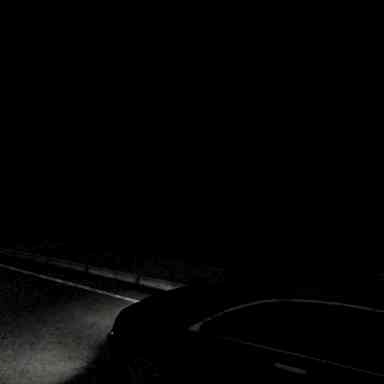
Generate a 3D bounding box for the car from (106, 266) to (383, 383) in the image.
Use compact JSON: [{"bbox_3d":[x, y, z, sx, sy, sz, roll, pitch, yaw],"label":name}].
[{"bbox_3d":[1.260,1.505,3.108,4.892,1.490,1.837,0,0,35],"label":"car"}]
